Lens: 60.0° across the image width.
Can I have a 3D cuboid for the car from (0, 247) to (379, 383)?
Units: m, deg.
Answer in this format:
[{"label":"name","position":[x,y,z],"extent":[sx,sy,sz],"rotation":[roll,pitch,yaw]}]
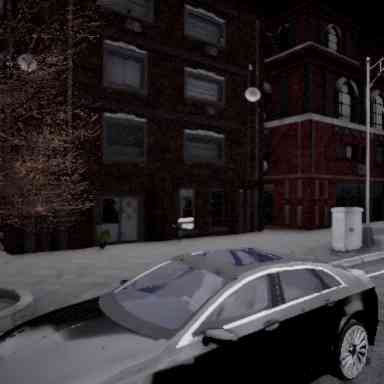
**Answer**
[{"label":"car","position":[0.281,1.494,3.880],"extent":[4.902,1.511,2.128],"rotation":[0,0,-35]}]
